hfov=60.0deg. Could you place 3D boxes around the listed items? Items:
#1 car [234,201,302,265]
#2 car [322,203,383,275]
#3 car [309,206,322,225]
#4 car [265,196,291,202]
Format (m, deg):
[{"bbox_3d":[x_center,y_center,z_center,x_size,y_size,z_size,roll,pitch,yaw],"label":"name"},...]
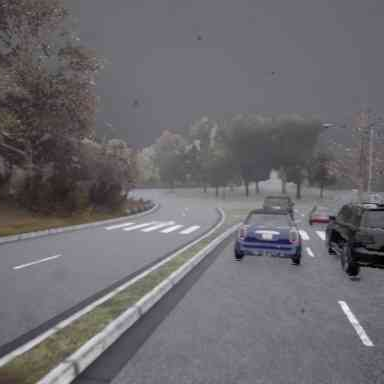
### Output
[{"bbox_3d":[2.870,1.407,12.356,2.097,1.767,4.553,2,0,15],"label":"car"},{"bbox_3d":[5.801,1.367,10.729,2.150,2.045,5.566,2,0,14],"label":"car"},{"bbox_3d":[10.132,1.795,25.798,1.994,1.385,4.181,2,0,20],"label":"car"},{"bbox_3d":[6.720,1.342,25.890,2.150,2.045,5.566,2,1,19],"label":"car"}]
